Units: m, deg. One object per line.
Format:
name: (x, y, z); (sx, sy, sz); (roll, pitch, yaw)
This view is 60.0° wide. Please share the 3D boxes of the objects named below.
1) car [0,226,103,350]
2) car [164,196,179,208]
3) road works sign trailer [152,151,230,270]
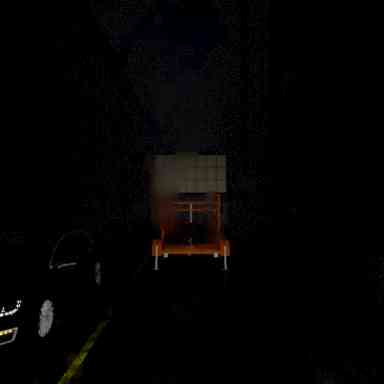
car: (-3.120, 1.504, 6.501); (1.837, 1.490, 4.892); (0, 0, 0)
car: (-3.264, 1.593, 48.599); (1.895, 1.301, 4.718); (0, 0, 0)
road works sign trailer: (-0.034, 0.463, 10.987); (2.380, 3.560, 2.880); (0, 0, 0)
